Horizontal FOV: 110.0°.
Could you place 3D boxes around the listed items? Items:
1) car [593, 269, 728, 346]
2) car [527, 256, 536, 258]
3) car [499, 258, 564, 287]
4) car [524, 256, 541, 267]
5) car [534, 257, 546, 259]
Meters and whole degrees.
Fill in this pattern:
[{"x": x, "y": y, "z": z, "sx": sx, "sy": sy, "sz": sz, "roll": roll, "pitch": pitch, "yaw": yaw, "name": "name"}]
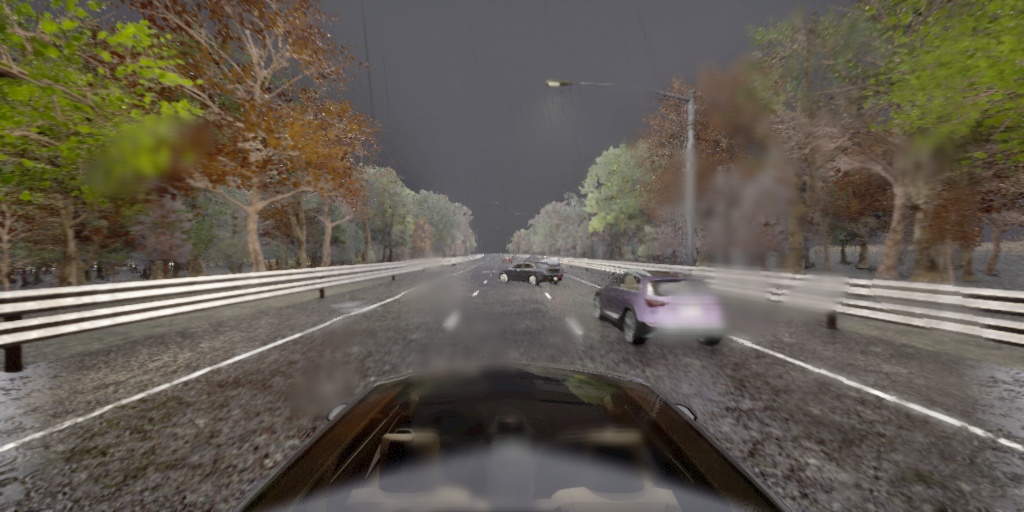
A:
[{"x": 3.492, "y": 1.124, "z": 9.255, "sx": 2.033, "sy": 1.649, "sz": 4.856, "roll": 0, "pitch": 0, "yaw": 0, "name": "car"}, {"x": 3.188, "y": 0.875, "z": 42.365, "sx": 2.033, "sy": 1.649, "sz": 4.856, "roll": 0, "pitch": 0, "yaw": -1, "name": "car"}, {"x": 1.089, "y": 1.095, "z": 23.215, "sx": 1.837, "sy": 1.490, "sz": 4.892, "roll": 0, "pitch": 0, "yaw": -39, "name": "car"}, {"x": 2.994, "y": 0.789, "z": 53.401, "sx": 2.033, "sy": 1.649, "sz": 4.856, "roll": 0, "pitch": 0, "yaw": -1, "name": "car"}, {"x": 3.337, "y": 1.032, "z": 31.360, "sx": 2.163, "sy": 1.488, "sz": 4.792, "roll": 0, "pitch": 0, "yaw": -1, "name": "car"}]
